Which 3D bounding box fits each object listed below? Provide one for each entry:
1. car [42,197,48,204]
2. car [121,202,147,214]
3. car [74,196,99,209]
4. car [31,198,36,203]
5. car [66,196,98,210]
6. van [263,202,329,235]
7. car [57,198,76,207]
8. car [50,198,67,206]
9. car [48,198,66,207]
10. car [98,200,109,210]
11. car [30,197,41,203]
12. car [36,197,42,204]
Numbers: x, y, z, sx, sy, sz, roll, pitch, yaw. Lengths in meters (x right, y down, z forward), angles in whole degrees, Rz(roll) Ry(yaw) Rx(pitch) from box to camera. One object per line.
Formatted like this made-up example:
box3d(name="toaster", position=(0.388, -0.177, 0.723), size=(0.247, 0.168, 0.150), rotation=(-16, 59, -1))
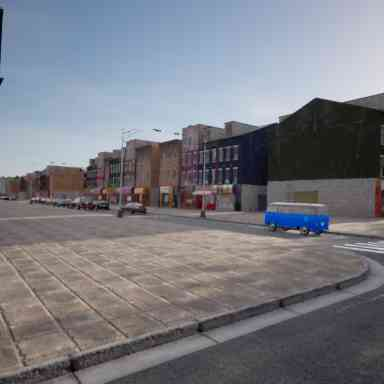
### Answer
box3d(name="car", position=(-29.129, 1.872, 68.897), size=(1.752, 1.417, 4.829), rotation=(3, -2, -36))
box3d(name="car", position=(-6.628, 1.809, 37.733), size=(1.802, 1.307, 4.206), rotation=(3, -2, -36))
box3d(name="car", position=(-16.221, 1.578, 51.036), size=(2.192, 1.841, 5.009), rotation=(3, -2, -36))
box3d(name="car", position=(-35.429, 1.840, 77.625), size=(1.967, 1.590, 4.097), rotation=(3, -2, -36))
box3d(name="car", position=(-14.862, 1.490, 44.745), size=(2.097, 1.767, 4.553), rotation=(3, -2, -35))
box3d(name="van", position=(6.181, 1.556, 20.008), size=(1.690, 1.788, 3.998), rotation=(3, -2, -36))
box3d(name="car", position=(-22.629, 1.844, 59.895), size=(1.887, 1.381, 4.507), rotation=(3, -2, -36))
box3d(name="car", position=(-25.830, 1.888, 64.326), size=(1.947, 1.339, 4.313), rotation=(3, -2, -36))
box3d(name="car", position=(-20.692, 1.711, 52.715), size=(2.033, 1.411, 5.357), rotation=(3, -2, -36))
box3d(name="car", position=(-13.028, 1.814, 46.598), size=(1.947, 1.339, 4.313), rotation=(3, -2, -36))
box3d(name="car", position=(-38.634, 2.012, 82.053), size=(1.802, 1.307, 4.206), rotation=(3, -2, -36))
box3d(name="car", position=(-32.233, 1.953, 73.190), size=(1.802, 1.307, 4.206), rotation=(3, -2, -36))
